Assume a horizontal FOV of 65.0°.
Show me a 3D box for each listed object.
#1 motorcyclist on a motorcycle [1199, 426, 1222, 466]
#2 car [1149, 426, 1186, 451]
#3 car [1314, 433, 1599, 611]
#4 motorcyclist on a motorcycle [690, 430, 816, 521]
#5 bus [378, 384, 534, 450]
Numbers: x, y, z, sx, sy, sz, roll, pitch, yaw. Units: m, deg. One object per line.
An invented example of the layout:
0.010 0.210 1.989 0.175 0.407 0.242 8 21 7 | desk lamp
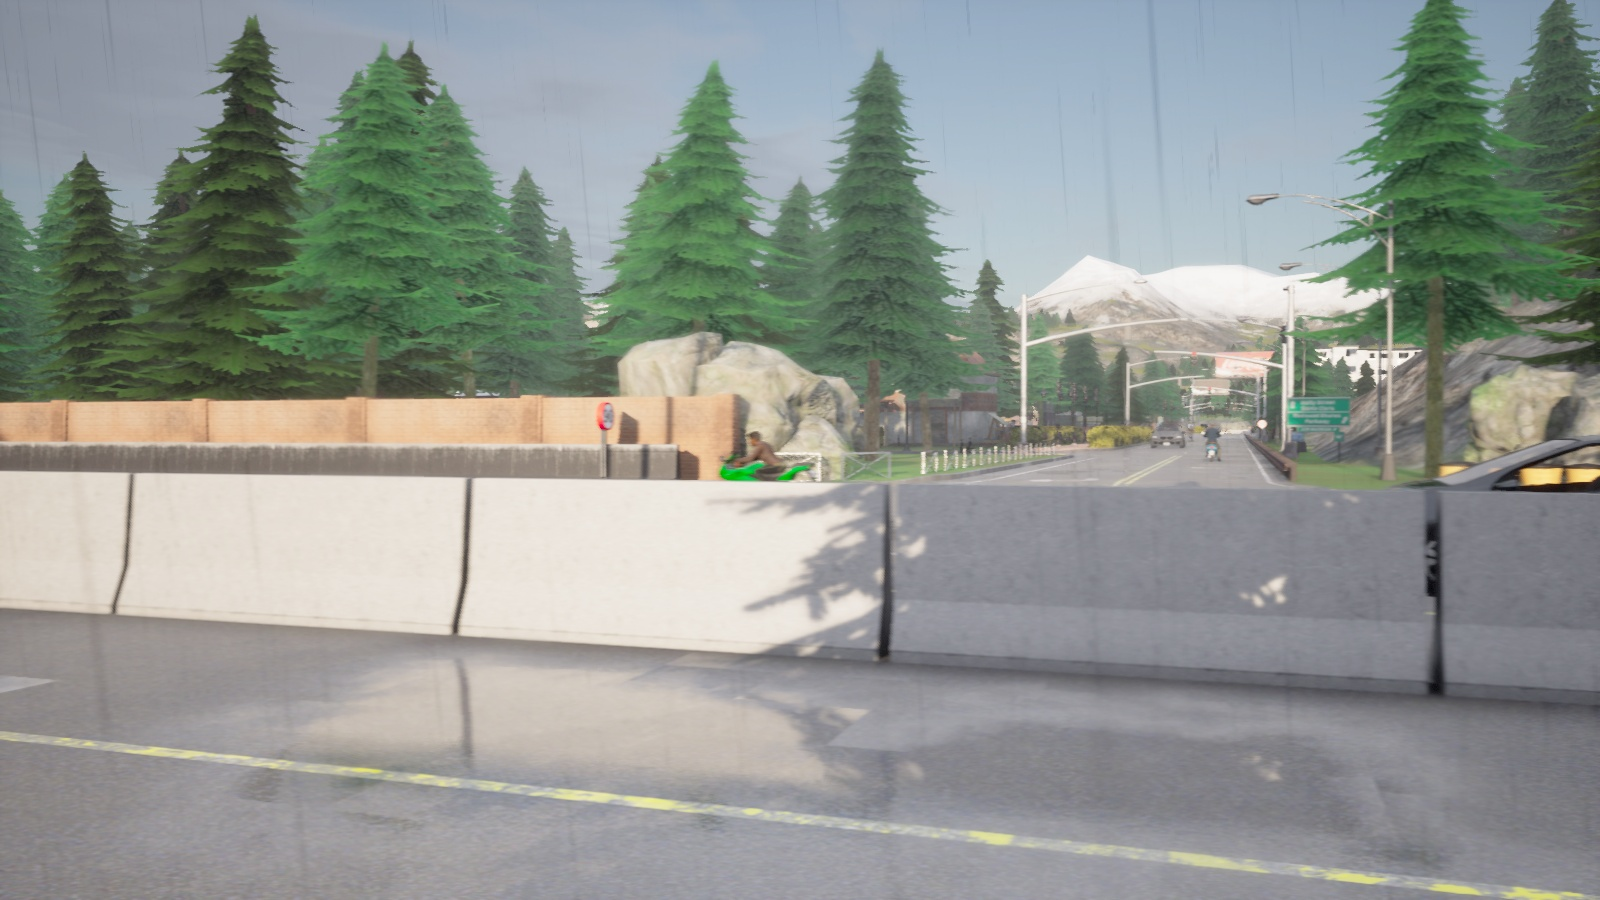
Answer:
16.860 -0.181 51.534 0.866 1.590 1.817 1 1 19 | motorcyclist on a motorcycle
25.479 -0.838 87.005 2.242 1.667 4.611 1 1 19 | car
7.343 0.622 11.799 4.514 1.525 2.007 1 1 19 | car
-0.813 0.423 21.929 2.044 1.523 0.797 0 1 19 | motorcyclist on a motorcycle
-23.357 -2.218 85.148 10.273 4.253 3.944 1 1 27 | bus
